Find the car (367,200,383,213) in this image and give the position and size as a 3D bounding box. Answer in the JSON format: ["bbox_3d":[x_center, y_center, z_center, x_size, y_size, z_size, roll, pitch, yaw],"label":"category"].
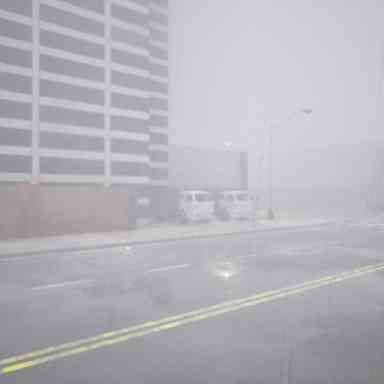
[{"bbox_3d":[20.331,1.336,33.831,2.097,1.767,4.553,0,1,-25],"label":"car"}]
